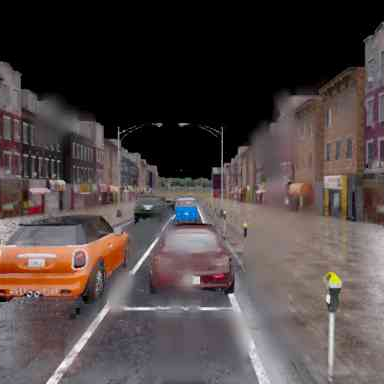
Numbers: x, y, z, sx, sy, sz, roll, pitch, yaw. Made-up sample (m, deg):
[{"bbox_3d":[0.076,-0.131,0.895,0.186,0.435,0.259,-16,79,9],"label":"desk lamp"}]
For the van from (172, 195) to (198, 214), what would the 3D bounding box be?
[{"bbox_3d":[-0.402,1.332,25.542,1.690,1.788,3.998,-1,0,0],"label":"van"}]

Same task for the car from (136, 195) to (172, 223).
[{"bbox_3d":[-3.010,1.212,25.536,2.150,2.045,5.566,0,0,0],"label":"car"}]

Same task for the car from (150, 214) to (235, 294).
[{"bbox_3d":[0.004,1.522,8.652,1.812,1.442,4.674,0,0,0],"label":"car"}]

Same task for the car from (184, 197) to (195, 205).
[{"bbox_3d":[-0.395,1.562,58.737,1.802,1.307,4.206,-1,0,0],"label":"car"}]

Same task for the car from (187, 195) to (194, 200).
[{"bbox_3d":[-0.394,1.542,91.932,1.947,1.339,4.313,-1,0,0],"label":"car"}]

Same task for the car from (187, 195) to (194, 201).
[{"bbox_3d":[-0.394,1.542,86.399,1.947,1.339,4.313,-1,0,0],"label":"car"}]

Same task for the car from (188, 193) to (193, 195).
[{"bbox_3d":[-0.402,1.302,36.607,2.192,1.841,5.009,-1,0,0],"label":"car"}]

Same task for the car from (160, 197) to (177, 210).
[{"bbox_3d":[-2.919,1.490,42.711,1.837,1.490,4.892,0,0,0],"label":"car"}]

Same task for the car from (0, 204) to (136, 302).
[{"bbox_3d":[-2.922,1.349,8.387,2.097,1.767,4.553,0,0,0],"label":"car"}]
